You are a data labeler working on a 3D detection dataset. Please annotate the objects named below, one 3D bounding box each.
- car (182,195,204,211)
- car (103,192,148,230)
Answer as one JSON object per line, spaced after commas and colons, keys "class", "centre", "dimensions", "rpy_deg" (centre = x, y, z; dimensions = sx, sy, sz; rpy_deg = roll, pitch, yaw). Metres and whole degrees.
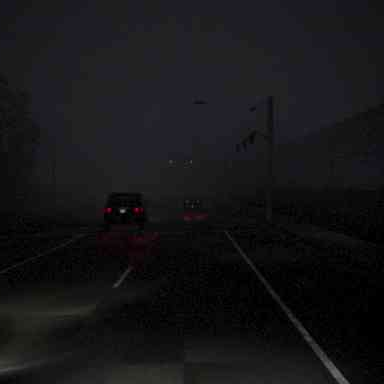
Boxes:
{"class": "car", "centre": [0.094, 1.052, 32.627], "dimensions": [2.128, 1.511, 4.902], "rpy_deg": [0, 1, 0]}
{"class": "car", "centre": [-3.797, 1.010, 19.404], "dimensions": [2.150, 2.045, 5.566], "rpy_deg": [0, 1, -7]}
